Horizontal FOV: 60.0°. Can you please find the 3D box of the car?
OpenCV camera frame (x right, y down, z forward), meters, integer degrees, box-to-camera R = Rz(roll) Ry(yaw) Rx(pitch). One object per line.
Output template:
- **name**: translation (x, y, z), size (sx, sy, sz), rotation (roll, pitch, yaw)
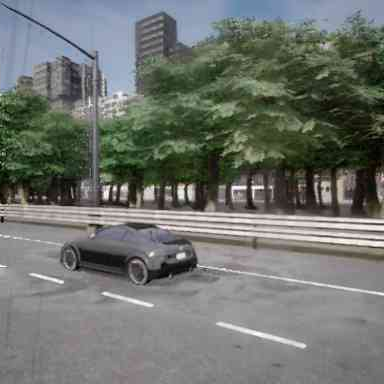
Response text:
- **car**: translation (-1.905, 1.583, 9.533), size (4.181, 1.385, 1.994), rotation (0, 0, 36)
